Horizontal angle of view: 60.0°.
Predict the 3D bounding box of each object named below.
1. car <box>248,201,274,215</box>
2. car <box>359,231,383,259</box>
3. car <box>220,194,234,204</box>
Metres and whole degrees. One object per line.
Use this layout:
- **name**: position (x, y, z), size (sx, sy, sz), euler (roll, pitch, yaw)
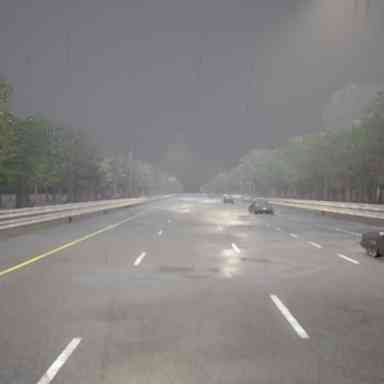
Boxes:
- **car**: position (7.013, 1.582, 34.099), size (1.994, 1.385, 4.181), euler (0, 0, 0)
- **car**: position (7.000, 1.549, 9.632), size (2.033, 1.411, 5.357), euler (0, 0, 0)
- **car**: position (7.112, 1.579, 65.938), size (1.812, 1.442, 4.674), euler (0, 0, 0)
